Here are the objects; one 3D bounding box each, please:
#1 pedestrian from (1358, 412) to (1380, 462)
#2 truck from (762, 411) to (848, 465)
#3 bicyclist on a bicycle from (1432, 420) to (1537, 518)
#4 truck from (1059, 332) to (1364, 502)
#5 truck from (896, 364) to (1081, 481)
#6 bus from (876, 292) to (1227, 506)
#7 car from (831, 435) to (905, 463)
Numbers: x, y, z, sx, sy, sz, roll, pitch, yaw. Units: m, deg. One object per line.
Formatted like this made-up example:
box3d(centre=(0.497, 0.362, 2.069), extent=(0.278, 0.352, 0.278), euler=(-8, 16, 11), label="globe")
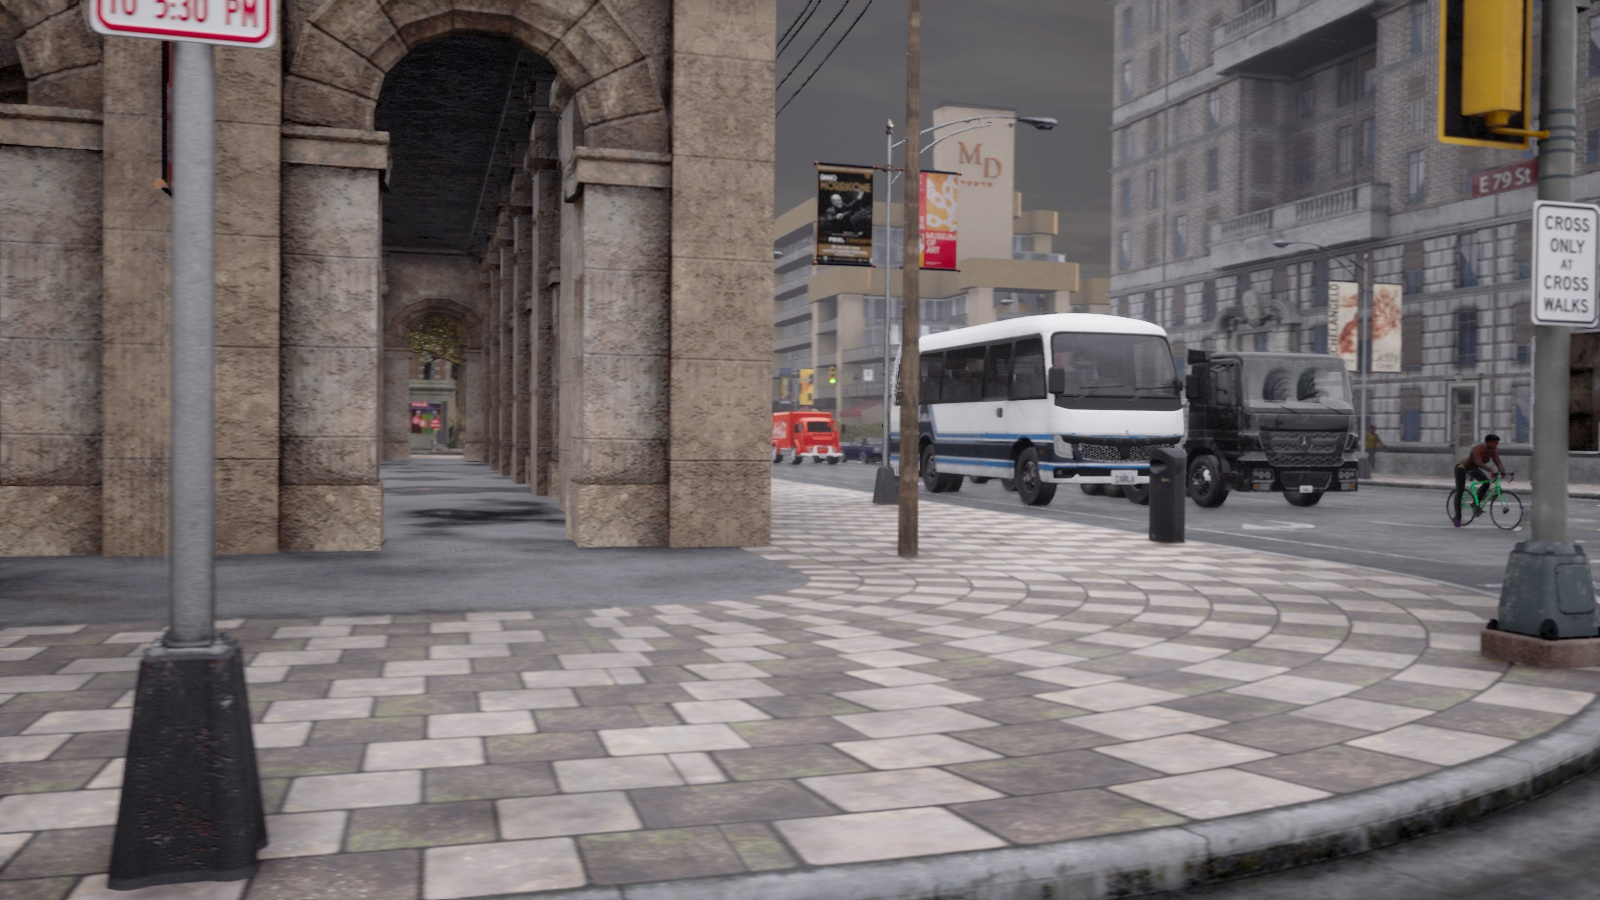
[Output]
box3d(centre=(21.076, -0.482, 46.526), extent=(0.431, 1.840, 0.709), euler=(-1, 1, -11), label="pedestrian")
box3d(centre=(0.180, -0.594, 60.013), extent=(2.627, 2.467, 5.204), euler=(-1, 1, -17), label="truck")
box3d(centre=(11.794, 0.292, 21.692), extent=(0.582, 1.620, 1.656), euler=(-1, 1, -16), label="bicyclist on a bicycle")
box3d(centre=(9.354, -0.737, 29.818), extent=(2.891, 3.462, 7.936), euler=(-1, 1, -16), label="truck")
box3d(centre=(5.941, -0.871, 41.239), extent=(2.891, 3.462, 7.936), euler=(-1, 1, -17), label="truck")
box3d(centre=(5.498, -1.098, 30.455), extent=(3.944, 4.253, 10.273), euler=(-1, 1, -17), label="bus")
box3d(centre=(3.281, -0.063, 61.453), extent=(1.895, 1.301, 4.718), euler=(-1, 1, -20), label="car")
